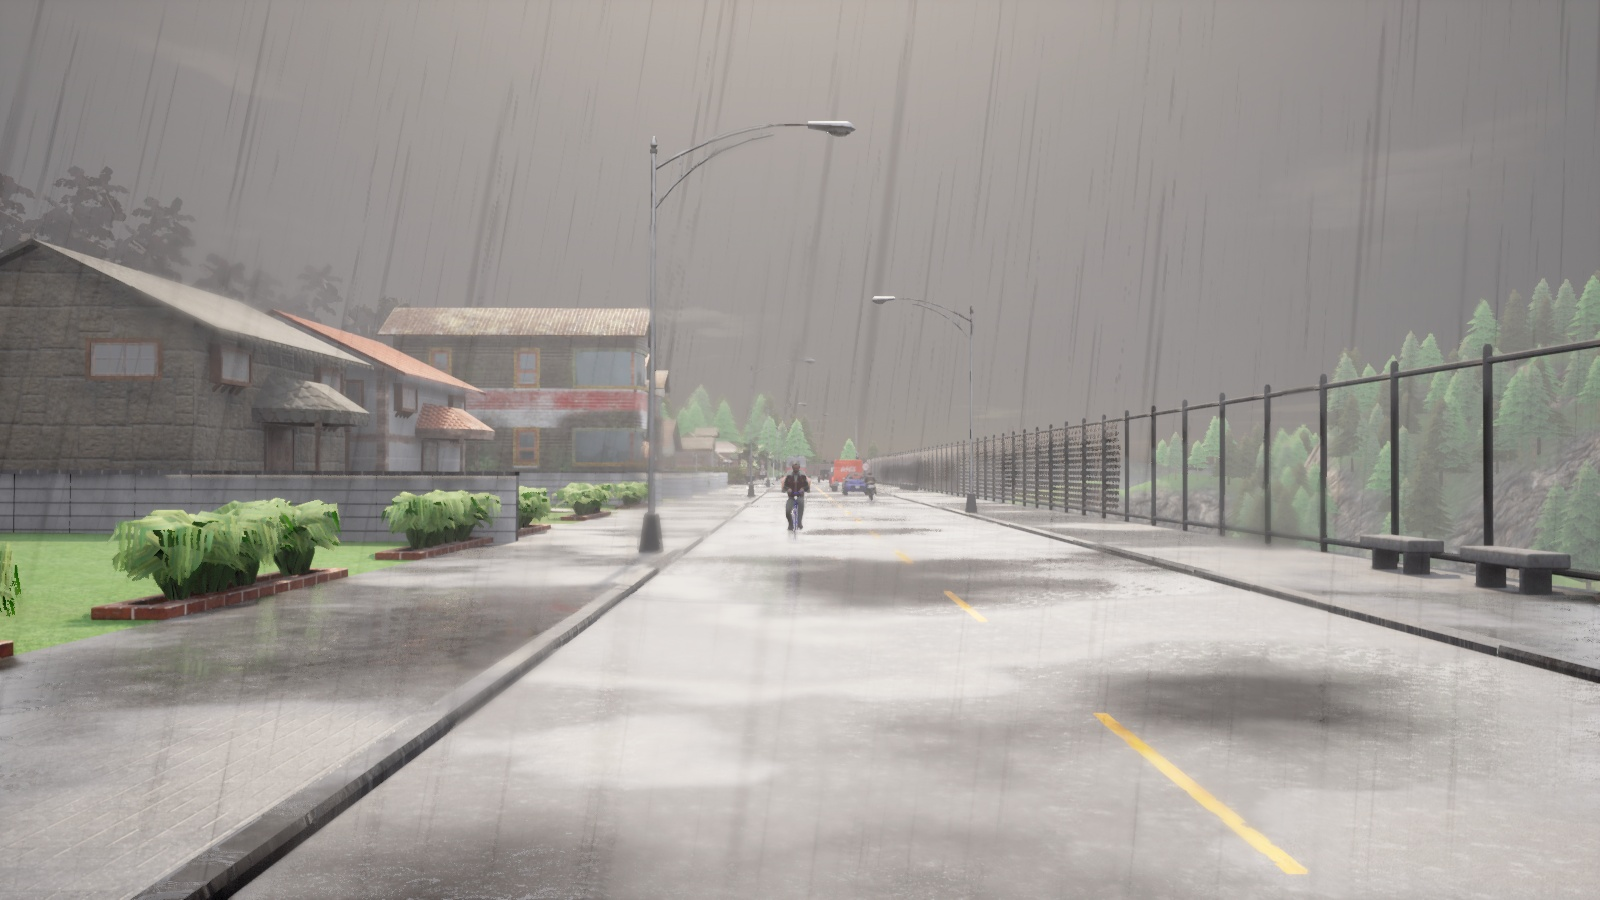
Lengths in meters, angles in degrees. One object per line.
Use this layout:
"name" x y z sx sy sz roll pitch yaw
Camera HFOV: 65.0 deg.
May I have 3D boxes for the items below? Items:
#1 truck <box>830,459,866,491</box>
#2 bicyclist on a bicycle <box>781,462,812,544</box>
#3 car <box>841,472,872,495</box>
"truck" 3.702 1.964 98.369 2.627 2.467 5.204 0 -1 0
"bicyclist on a bicycle" -0.084 1.158 28.139 0.659 1.776 1.843 0 -1 0
"car" 3.748 2.218 83.651 1.816 1.474 4.193 0 -1 0
